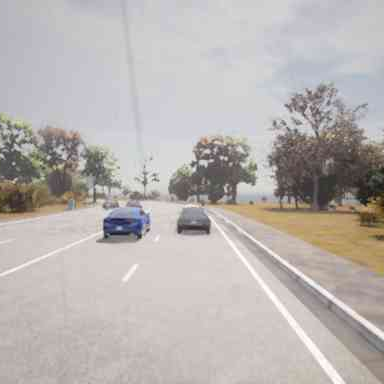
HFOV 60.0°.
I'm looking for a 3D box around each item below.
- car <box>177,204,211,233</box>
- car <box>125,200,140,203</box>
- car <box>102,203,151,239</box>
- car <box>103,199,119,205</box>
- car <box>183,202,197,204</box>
[{"bbox_3d":[0.098,1.657,20.462,1.994,1.385,4.181,0,0,0],"label":"car"},{"bbox_3d":[-7.761,1.763,43.816,1.994,1.385,4.181,0,0,-4],"label":"car"},{"bbox_3d":[-3.399,1.560,18.019,1.882,1.535,5.008,0,0,0],"label":"car"},{"bbox_3d":[-11.548,1.704,47.468,2.128,1.511,4.902,0,0,-5],"label":"car"},{"bbox_3d":[-0.250,1.777,38.630,1.895,1.301,4.718,0,0,-2],"label":"car"}]
